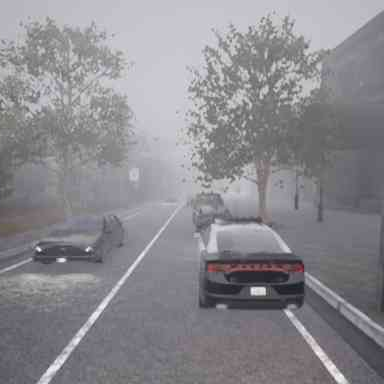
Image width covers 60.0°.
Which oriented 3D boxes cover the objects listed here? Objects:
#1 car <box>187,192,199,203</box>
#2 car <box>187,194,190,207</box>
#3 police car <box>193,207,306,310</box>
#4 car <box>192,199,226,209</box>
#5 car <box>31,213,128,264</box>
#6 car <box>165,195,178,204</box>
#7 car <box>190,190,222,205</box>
[{"bbox_3d":[0.179,0.989,58.140,2.097,1.767,4.553,0,0,1],"label":"car"},{"bbox_3d":[0.219,1.314,45.891,1.895,1.301,4.718,0,0,0],"label":"car"},{"bbox_3d":[1.074,1.375,7.935,1.930,1.638,5.238,0,0,0],"label":"police car"},{"bbox_3d":[1.102,1.366,17.874,1.882,1.535,5.008,0,0,0],"label":"car"},{"bbox_3d":[-3.565,1.473,11.772,2.033,1.411,5.357,0,0,0],"label":"car"},{"bbox_3d":[-3.391,1.215,55.947,1.994,1.385,4.181,0,0,1],"label":"car"},{"bbox_3d":[1.120,1.074,23.924,2.150,2.045,5.566,0,0,0],"label":"car"}]
